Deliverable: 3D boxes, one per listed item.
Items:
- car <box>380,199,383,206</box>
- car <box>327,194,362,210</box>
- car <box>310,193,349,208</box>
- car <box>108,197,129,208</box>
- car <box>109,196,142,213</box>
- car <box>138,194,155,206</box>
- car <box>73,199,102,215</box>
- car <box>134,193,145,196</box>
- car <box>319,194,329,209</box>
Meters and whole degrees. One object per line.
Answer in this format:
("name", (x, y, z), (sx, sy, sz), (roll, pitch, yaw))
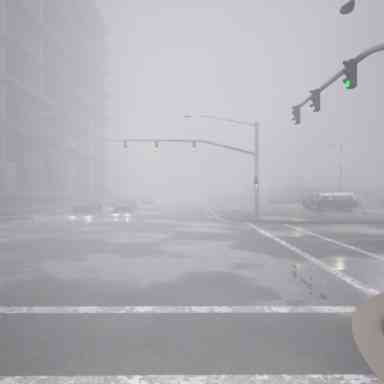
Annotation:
("car", (36.828, 1.410, 60.643), (3.905, 1.438, 1.784), (0, 0, 1))
("car", (21.614, 1.443, 46.768), (3.806, 1.475, 1.970), (0, 0, 1))
("car", (21.620, 1.200, 52.346), (4.605, 1.855, 1.932), (0, 0, 1))
("car", (-10.770, 1.538, 49.150), (2.033, 1.411, 5.357), (0, 0, 0))
("car", (-7.307, 1.542, 37.072), (2.033, 1.411, 5.357), (0, 0, 0))
("car", (-7.244, 1.538, 55.496), (2.033, 1.411, 5.357), (0, 0, 0))
("car", (-10.816, 1.472, 34.704), (1.882, 1.535, 5.008), (0, 0, 0))
("car", (-10.616, 1.236, 68.484), (2.150, 2.045, 5.566), (0, 0, 0))
("car", (21.643, 1.411, 49.663), (3.905, 1.438, 1.784), (0, 0, 1))
